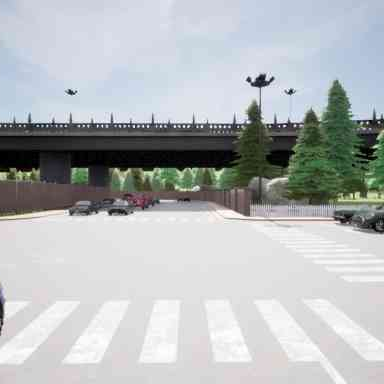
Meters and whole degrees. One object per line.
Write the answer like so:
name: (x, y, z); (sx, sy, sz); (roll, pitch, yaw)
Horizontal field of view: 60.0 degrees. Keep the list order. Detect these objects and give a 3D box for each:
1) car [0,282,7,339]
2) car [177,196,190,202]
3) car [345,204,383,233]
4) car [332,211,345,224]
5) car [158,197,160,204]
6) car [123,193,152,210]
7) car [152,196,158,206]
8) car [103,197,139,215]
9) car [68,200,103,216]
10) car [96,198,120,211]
car: (-3.557, 1.477, 2.886); (1.882, 1.535, 5.008); (0, 0, -3)
car: (-1.908, 1.553, 75.198); (1.994, 1.385, 4.181); (0, 0, -19)
car: (11.481, 1.297, 18.671); (4.553, 1.767, 2.097); (0, 0, 2)
car: (11.985, 1.545, 22.179); (4.718, 1.301, 1.895); (0, 0, 2)
car: (-7.197, 1.547, 64.403); (2.033, 1.411, 5.357); (0, 0, -3)
car: (-7.045, 1.221, 43.734); (2.150, 2.045, 5.566); (0, 0, 0)
car: (-7.046, 1.564, 53.742); (1.994, 1.385, 4.181); (0, 0, 0)
car: (-7.043, 1.547, 33.560); (2.033, 1.411, 5.357); (0, 0, 0)
car: (-10.571, 1.526, 32.907); (1.812, 1.442, 4.674); (0, 0, 0)
car: (-10.564, 1.526, 41.948); (1.812, 1.442, 4.674); (0, 0, 0)
